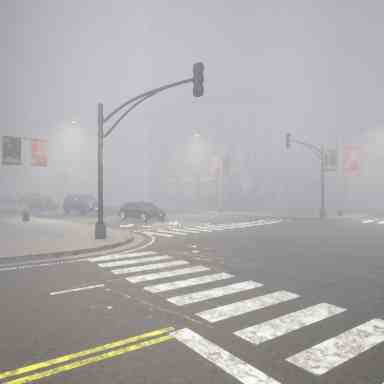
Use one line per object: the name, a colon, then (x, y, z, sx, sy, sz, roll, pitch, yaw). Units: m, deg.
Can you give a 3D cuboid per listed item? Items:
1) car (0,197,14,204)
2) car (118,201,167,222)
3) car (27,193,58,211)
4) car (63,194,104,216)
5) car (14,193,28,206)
car: (-33.634, 1.530, 60.996, 1.994, 1.385, 4.181, 0, 0, -45)
car: (-4.004, 1.494, 26.430, 1.837, 1.490, 4.892, 0, 0, -44)
car: (-18.112, 1.332, 40.576, 2.097, 1.767, 4.553, 0, 0, -45)
car: (-11.017, 1.207, 33.459, 2.150, 2.045, 5.566, 0, 0, -45)
car: (-26.051, 1.197, 53.403, 5.566, 2.045, 2.150, 0, 0, 45)
